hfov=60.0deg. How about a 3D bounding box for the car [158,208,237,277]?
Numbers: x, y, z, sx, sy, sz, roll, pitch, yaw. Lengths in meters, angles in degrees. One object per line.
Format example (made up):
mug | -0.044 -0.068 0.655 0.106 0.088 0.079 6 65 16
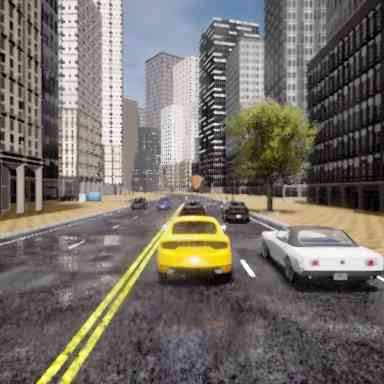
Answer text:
car | 0.071 1.463 10.257 1.882 1.535 5.008 0 0 0

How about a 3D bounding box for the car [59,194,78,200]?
car | -28.162 1.197 75.508 4.507 1.381 1.887 0 0 1

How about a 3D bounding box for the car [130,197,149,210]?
car | -6.574 1.423 41.993 1.837 1.490 4.892 0 0 0

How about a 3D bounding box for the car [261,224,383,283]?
car | 3.316 1.587 9.589 1.895 1.301 4.718 0 0 0

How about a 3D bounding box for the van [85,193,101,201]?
van | -22.622 1.018 75.458 3.998 1.788 1.690 0 0 1

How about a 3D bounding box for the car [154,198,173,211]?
car | -3.330 1.447 40.168 1.812 1.442 4.674 0 0 0

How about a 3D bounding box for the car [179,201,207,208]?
car | 0.081 1.462 26.109 1.837 1.490 4.892 0 1 0

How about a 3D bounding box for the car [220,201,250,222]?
car | 3.330 1.462 26.057 1.837 1.490 4.892 0 1 0
